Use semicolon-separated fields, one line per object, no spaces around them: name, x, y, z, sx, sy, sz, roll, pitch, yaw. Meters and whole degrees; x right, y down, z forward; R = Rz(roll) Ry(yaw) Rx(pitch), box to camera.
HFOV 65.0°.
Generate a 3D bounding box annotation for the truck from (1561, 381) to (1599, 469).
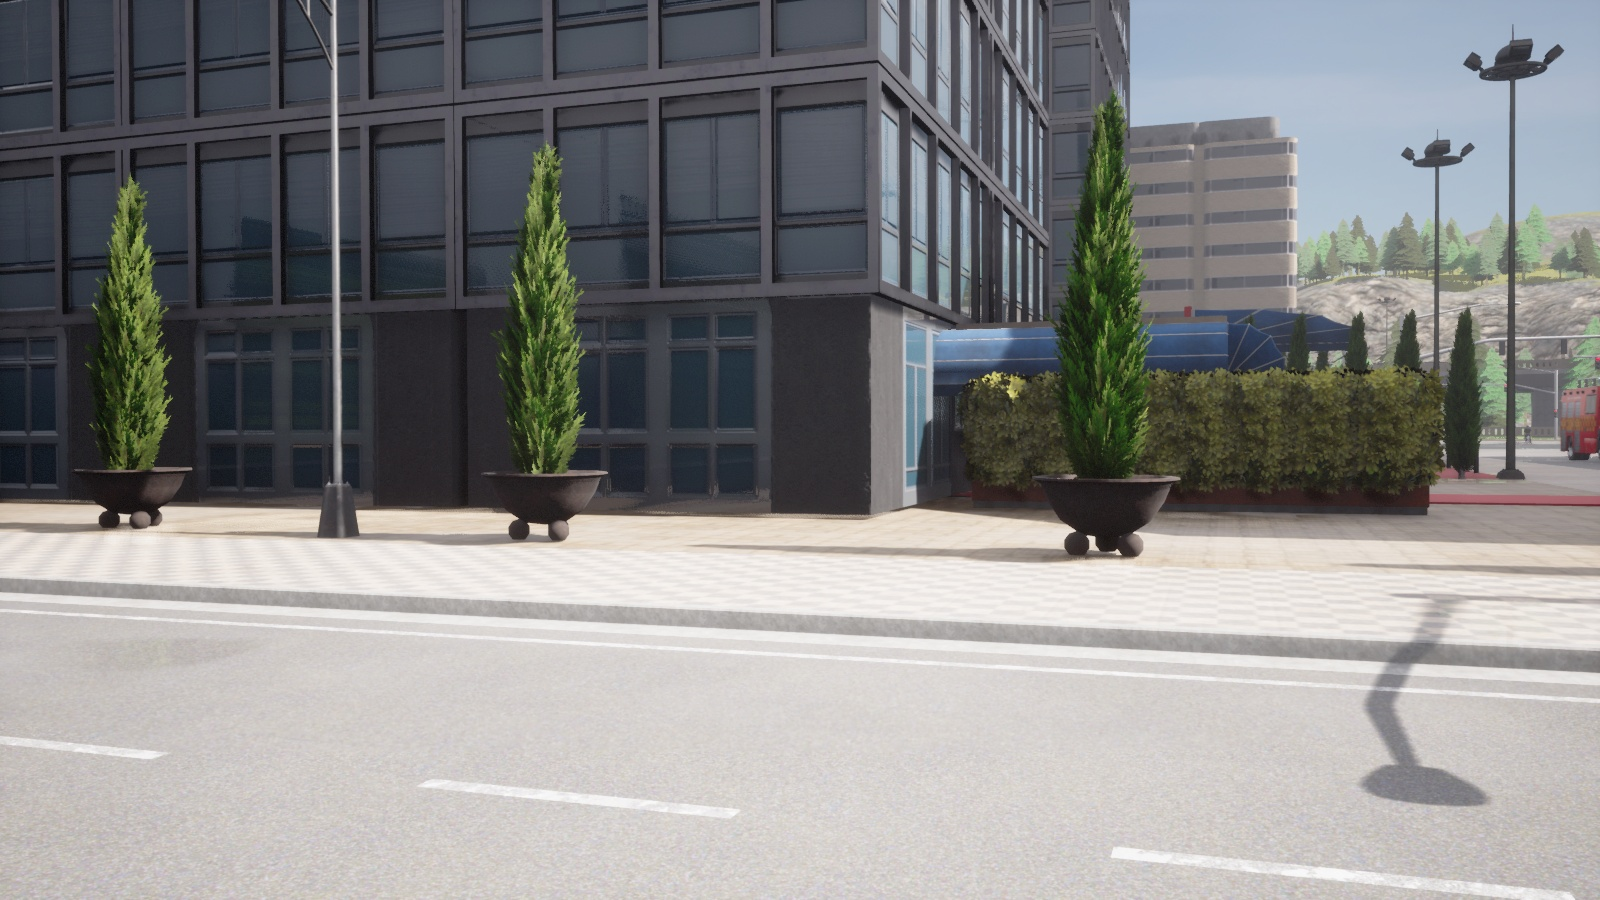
truck;36.579;-1.094;55.797;2.891;3.827;8.468;1;1;18
